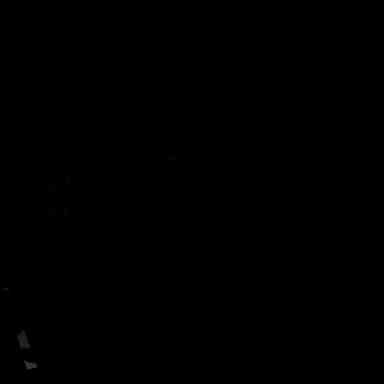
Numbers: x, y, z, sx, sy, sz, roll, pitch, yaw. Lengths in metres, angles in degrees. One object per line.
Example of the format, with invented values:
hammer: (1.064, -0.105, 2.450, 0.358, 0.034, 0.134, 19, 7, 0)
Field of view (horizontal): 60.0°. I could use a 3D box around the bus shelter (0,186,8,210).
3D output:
bus shelter: (-23.868, 0.693, 40.734, 1.920, 2.740, 3.880, 2, 0, -33)
